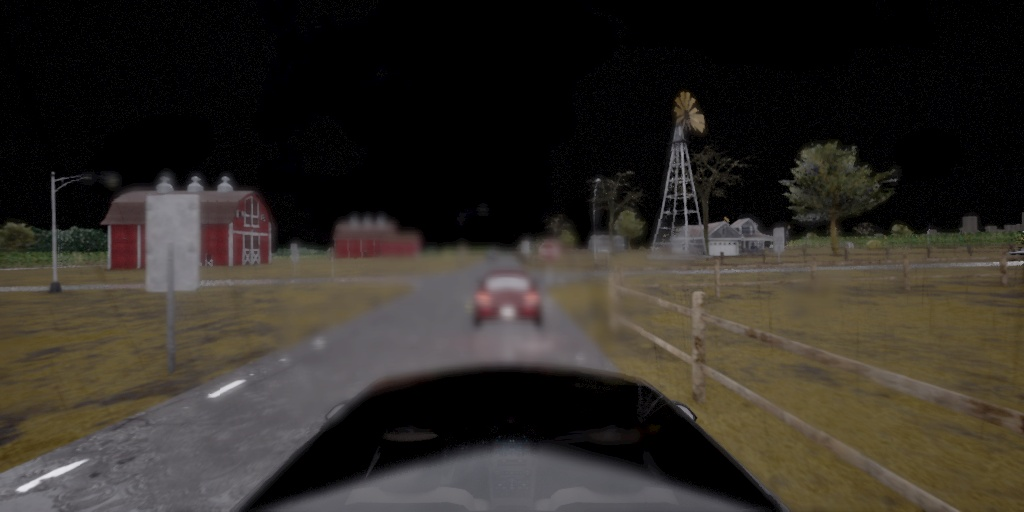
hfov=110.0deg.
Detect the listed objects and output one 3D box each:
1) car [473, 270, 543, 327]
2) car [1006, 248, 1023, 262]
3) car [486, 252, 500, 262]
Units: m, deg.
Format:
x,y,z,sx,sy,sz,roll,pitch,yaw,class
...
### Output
x,y,z,sx,sy,sz,roll,pitch,yaw,class
-0.108,1.141,10.843,1.812,1.442,4.674,0,1,0,car
43.769,-0.210,29.764,4.181,1.385,1.994,-1,0,0,car
-3.512,0.250,62.301,2.033,1.411,5.357,0,1,0,car
